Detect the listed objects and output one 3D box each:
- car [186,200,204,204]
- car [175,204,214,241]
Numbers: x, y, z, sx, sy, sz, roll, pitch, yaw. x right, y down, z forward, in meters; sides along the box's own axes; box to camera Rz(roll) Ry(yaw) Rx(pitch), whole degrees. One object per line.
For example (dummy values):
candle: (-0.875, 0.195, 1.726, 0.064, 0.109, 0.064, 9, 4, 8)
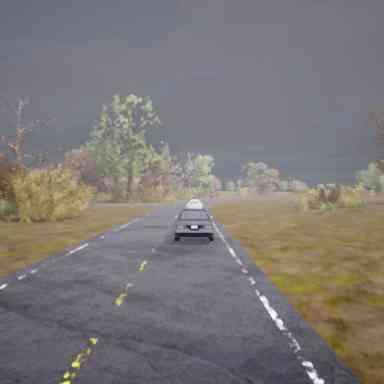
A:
car: (0.293, 1.547, 35.489, 1.812, 1.442, 4.674, 0, 0, 2)
car: (0.103, 1.558, 16.845, 2.033, 1.411, 5.357, 0, 0, 0)
